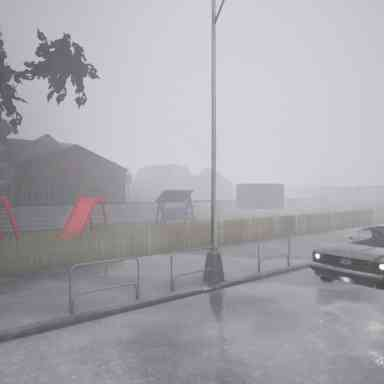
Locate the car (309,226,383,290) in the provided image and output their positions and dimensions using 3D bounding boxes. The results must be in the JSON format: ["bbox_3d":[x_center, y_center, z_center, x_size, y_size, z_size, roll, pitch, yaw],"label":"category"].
[{"bbox_3d":[5.103,1.600,8.617,4.718,1.301,1.895,0,0,-38],"label":"car"}]
